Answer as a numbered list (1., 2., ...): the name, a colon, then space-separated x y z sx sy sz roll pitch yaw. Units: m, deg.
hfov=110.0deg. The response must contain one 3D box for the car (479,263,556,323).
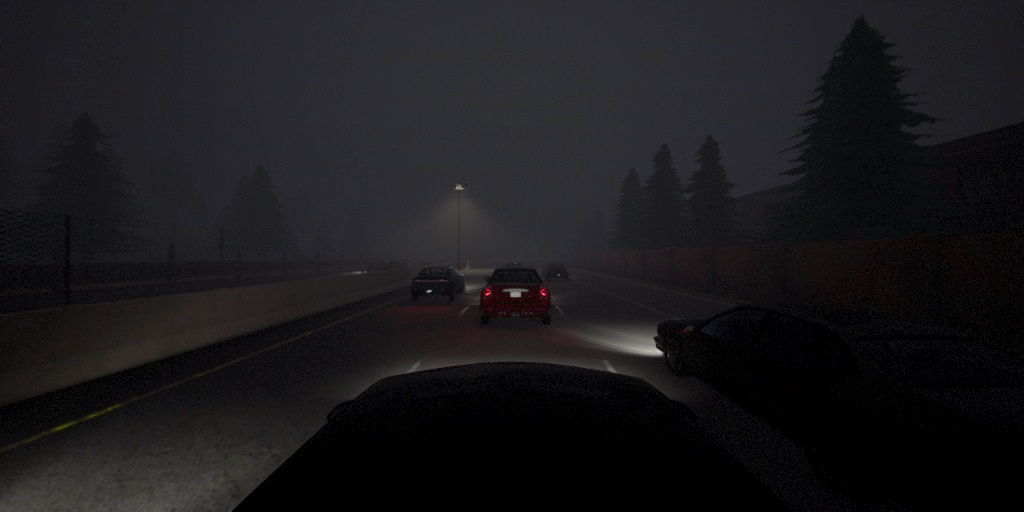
1. car: 0.102 1.102 12.189 2.097 1.767 4.553 0 0 0

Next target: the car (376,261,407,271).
1. car: -13.971 1.300 42.771 2.033 1.411 5.357 0 0 0

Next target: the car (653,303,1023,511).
1. car: 3.599 1.297 4.360 2.033 1.411 5.357 0 0 0

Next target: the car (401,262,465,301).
1. car: -3.399 1.242 17.149 2.128 1.511 4.902 0 0 0

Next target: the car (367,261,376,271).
1. car: -17.617 1.318 47.523 1.994 1.385 4.181 0 0 0

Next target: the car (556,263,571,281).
1. car: 3.587 1.277 29.930 1.812 1.442 4.674 0 0 0
